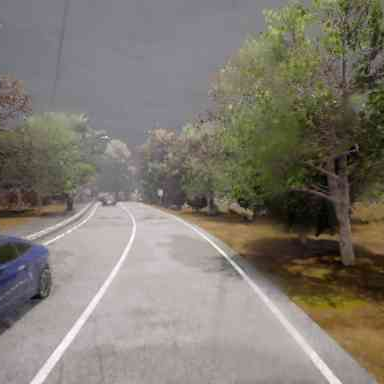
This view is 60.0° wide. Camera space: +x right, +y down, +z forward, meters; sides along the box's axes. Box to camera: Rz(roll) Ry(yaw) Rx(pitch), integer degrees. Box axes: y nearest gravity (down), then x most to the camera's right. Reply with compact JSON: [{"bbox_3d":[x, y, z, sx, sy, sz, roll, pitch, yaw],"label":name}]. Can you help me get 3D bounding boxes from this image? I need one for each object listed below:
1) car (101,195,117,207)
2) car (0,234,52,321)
[{"bbox_3d":[-11.595,1.230,46.711,2.128,1.511,4.902,1,0,-14],"label":"car"},{"bbox_3d":[-3.863,1.506,5.574,1.812,1.442,4.674,0,0,-4],"label":"car"}]
